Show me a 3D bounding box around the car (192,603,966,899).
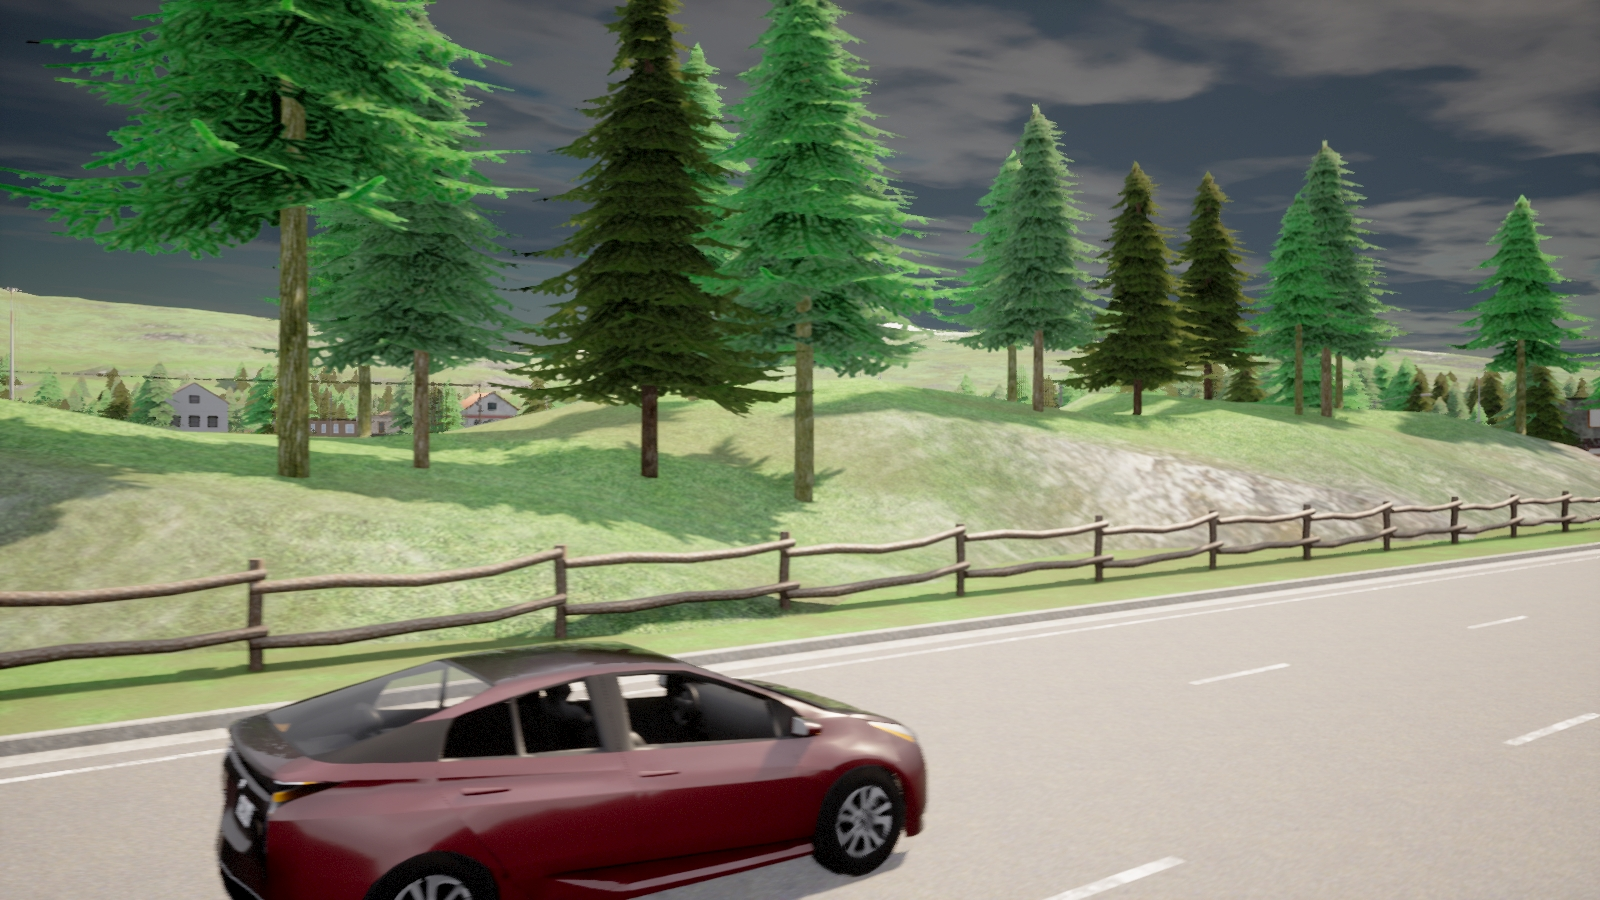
[{"bbox_3d":[-1.277,2.043,7.425,4.514,1.525,2.007,0,0,-35],"label":"car"}]
